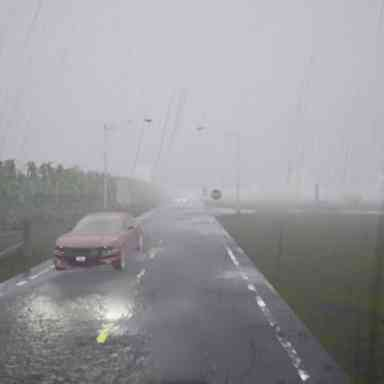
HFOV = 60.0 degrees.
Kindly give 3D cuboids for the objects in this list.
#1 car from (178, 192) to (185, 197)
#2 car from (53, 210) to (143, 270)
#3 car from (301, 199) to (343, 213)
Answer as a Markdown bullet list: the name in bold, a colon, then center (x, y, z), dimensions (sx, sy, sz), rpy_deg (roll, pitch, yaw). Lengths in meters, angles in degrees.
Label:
- **car**: center (-2.742, 0.761, 88.084), dimensions (1.895, 1.301, 4.718), rpy_deg (0, 0, 0)
- **car**: center (-2.841, 1.427, 11.005), dimensions (1.882, 1.535, 5.008), rpy_deg (0, 0, 0)
- **car**: center (14.065, 1.500, 36.183), dimensions (4.181, 1.385, 1.994), rpy_deg (0, 0, 1)
